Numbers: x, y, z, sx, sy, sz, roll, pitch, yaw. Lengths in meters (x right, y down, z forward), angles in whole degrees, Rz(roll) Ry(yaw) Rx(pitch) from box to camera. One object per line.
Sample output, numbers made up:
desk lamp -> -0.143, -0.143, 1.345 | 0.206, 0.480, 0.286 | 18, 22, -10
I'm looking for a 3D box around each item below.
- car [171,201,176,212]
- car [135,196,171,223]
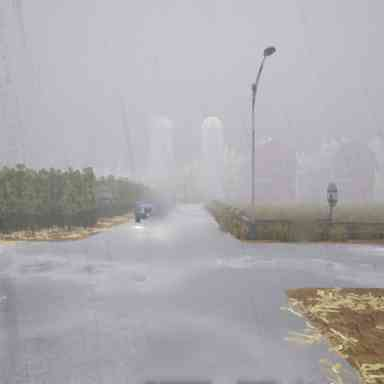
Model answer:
car -> -3.168, 1.787, 42.118 | 1.812, 1.442, 4.674 | 0, -1, 0
car -> -3.188, 1.348, 27.046 | 2.150, 2.045, 5.566 | 0, 0, 0
